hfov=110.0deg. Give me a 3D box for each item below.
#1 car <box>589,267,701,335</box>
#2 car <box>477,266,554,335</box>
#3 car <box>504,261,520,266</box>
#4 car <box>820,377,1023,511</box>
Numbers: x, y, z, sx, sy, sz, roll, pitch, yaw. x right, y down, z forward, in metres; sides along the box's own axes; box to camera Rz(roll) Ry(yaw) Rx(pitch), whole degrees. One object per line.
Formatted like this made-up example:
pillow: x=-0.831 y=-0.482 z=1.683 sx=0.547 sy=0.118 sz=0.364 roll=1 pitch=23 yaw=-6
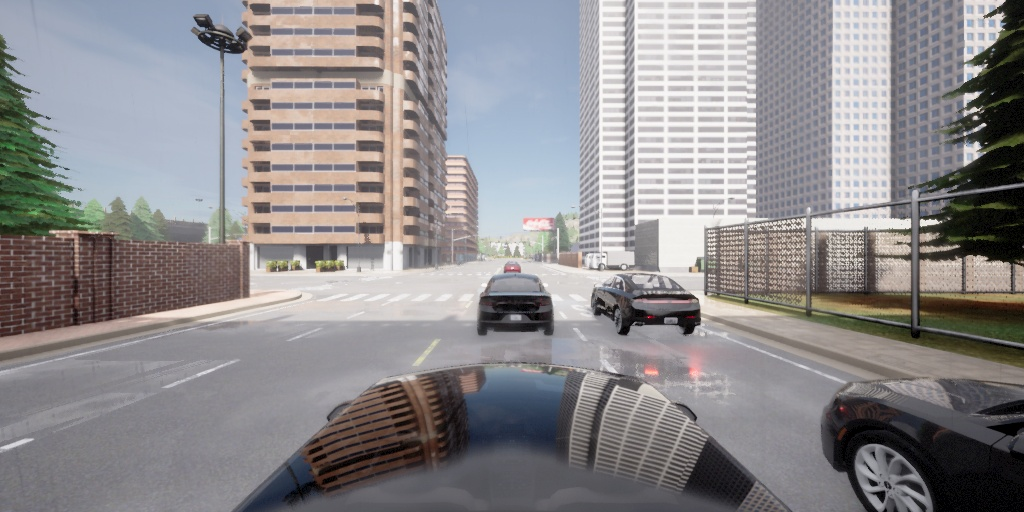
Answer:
car: x=3.606 y=1.242 z=10.489 sx=2.128 sy=1.511 sz=4.902 roll=0 pitch=0 yaw=1
car: x=0.084 y=1.228 z=10.489 sx=1.882 sy=1.535 sz=5.008 roll=0 pitch=0 yaw=0
car: x=0.026 y=1.313 z=43.050 sx=1.994 sy=1.385 sz=4.181 roll=0 pitch=0 yaw=-1
car: x=3.607 y=1.255 z=1.097 sx=1.837 sy=1.490 sz=4.892 roll=0 pitch=0 yaw=0
